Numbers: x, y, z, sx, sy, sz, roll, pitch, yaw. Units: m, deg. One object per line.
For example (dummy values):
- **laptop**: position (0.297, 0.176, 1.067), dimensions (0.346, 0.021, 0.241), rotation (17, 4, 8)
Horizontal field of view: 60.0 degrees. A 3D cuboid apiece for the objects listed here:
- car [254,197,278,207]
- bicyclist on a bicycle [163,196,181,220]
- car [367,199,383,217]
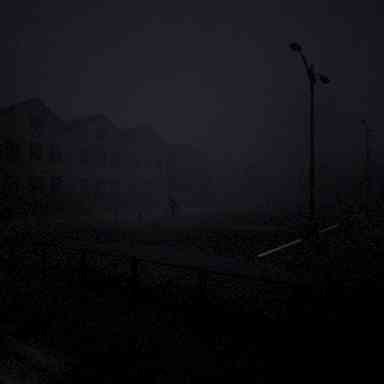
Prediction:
- **car**: position (10.442, 1.356, 46.685), dimensions (2.033, 1.411, 5.357), rotation (0, 0, 32)
- **bicyclist on a bicycle**: position (-1.393, 1.109, 23.058), dimensions (1.656, 1.620, 0.582), rotation (0, 0, 35)
- **car**: position (15.429, 1.298, 26.810), dimensions (2.007, 1.523, 4.514), rotation (0, 0, 35)
